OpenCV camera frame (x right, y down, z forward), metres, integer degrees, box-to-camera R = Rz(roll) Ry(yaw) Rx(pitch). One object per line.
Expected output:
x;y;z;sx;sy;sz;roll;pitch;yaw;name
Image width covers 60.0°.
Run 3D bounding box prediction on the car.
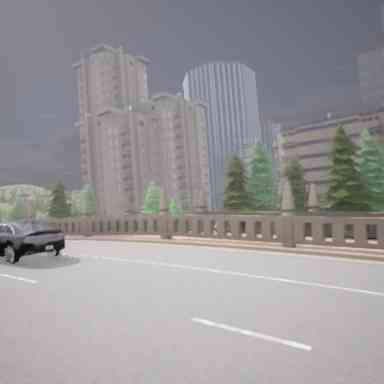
-7.093;1.923;13.347;4.902;1.511;2.128;-4;-2;35;car
